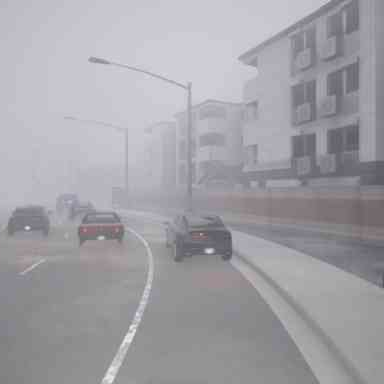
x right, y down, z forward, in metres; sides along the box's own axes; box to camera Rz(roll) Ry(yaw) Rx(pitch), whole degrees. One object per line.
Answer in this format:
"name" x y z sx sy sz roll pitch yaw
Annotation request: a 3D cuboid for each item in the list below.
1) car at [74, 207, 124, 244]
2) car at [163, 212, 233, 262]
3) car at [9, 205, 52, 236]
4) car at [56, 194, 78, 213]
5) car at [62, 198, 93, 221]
"car" -4.354 1.599 15.909 1.895 1.301 4.718 0 0 -15
"car" 0.109 1.503 12.292 1.837 1.490 4.892 0 0 -10
"car" -9.071 1.504 18.757 1.837 1.490 4.892 0 0 -22
"car" -13.863 1.218 37.139 2.150 2.045 5.566 0 0 -26
"car" -9.159 1.490 27.401 2.128 1.511 4.902 0 0 -25
